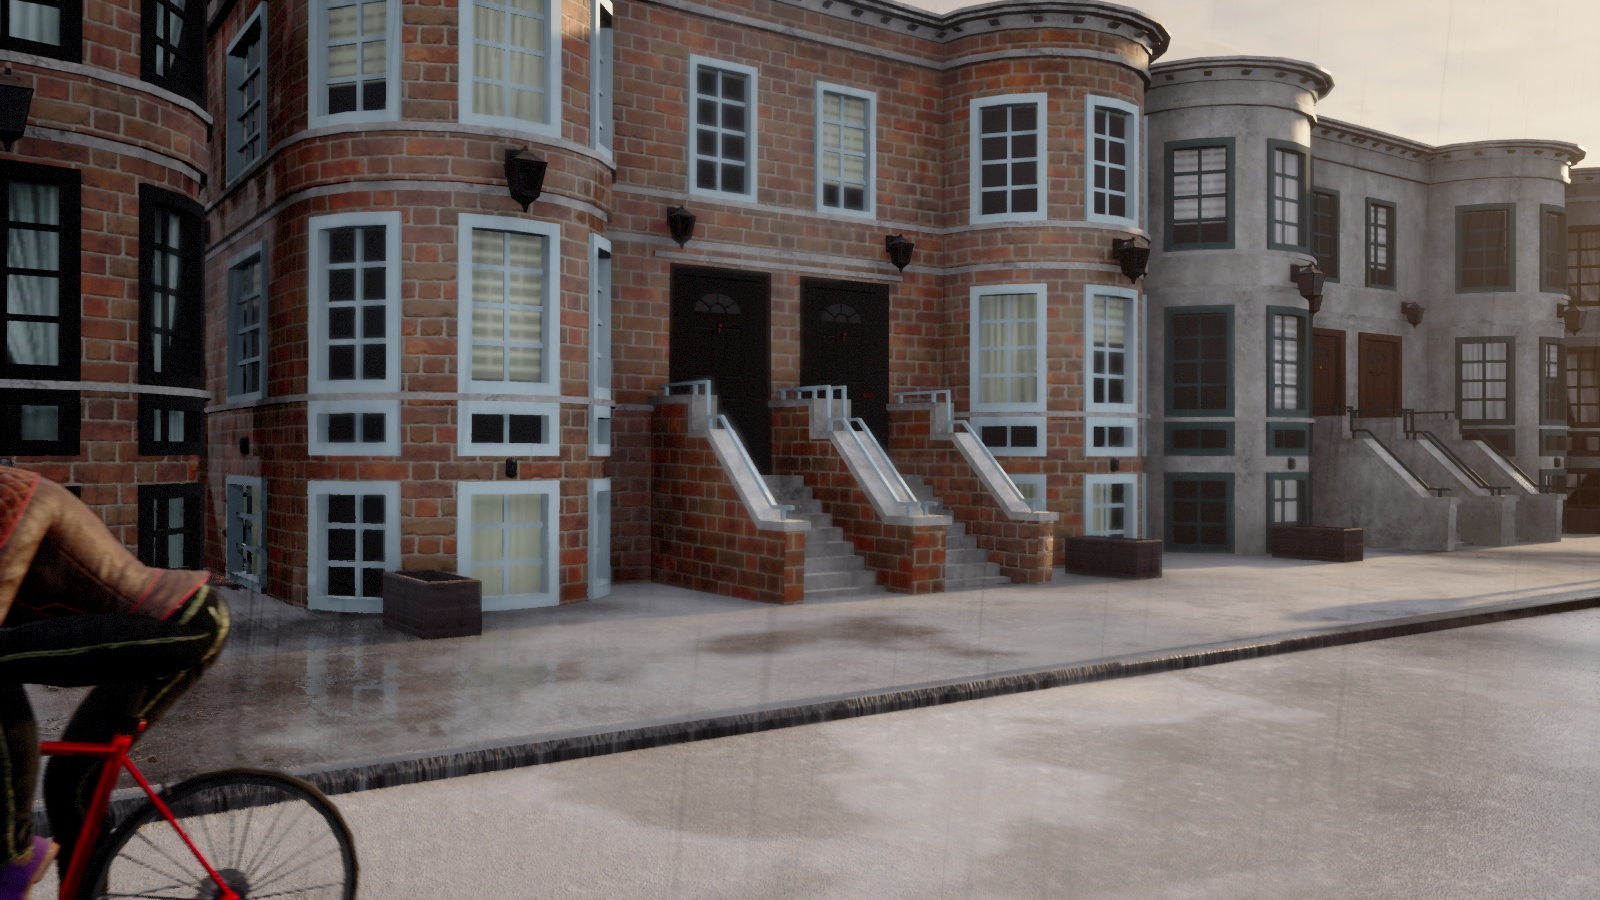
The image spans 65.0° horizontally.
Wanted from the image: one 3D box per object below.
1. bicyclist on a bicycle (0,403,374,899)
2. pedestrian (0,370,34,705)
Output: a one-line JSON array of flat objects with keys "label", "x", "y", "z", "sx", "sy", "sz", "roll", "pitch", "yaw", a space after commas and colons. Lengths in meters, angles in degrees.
[{"label": "bicyclist on a bicycle", "x": -1.924, "y": 0.709, "z": 2.929, "sx": 1.656, "sy": 1.620, "sz": 0.582, "roll": -1, "pitch": 0, "yaw": -35}, {"label": "pedestrian", "x": -4.665, "y": 0.481, "z": 6.917, "sx": 0.726, "sy": 1.835, "sz": 0.370, "roll": 0, "pitch": 0, "yaw": -38}]
